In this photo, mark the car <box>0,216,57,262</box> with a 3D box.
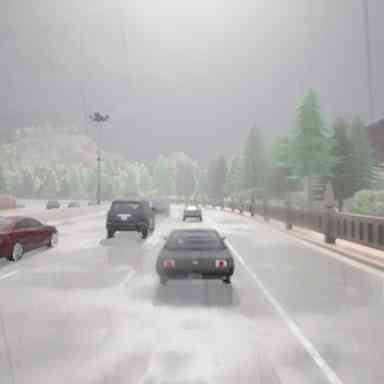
[{"bbox_3d":[-6.921,1.646,12.859,1.882,1.535,5.008,0,0,0],"label":"car"}]

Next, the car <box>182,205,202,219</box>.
[{"bbox_3d":[0.040,1.968,32.678,2.033,1.411,5.357,0,-1,-1],"label":"car"}]

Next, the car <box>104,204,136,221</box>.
[{"bbox_3d":[-6.960,1.971,32.759,2.033,1.411,5.357,0,-1,-1],"label":"car"}]

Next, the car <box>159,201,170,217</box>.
[{"bbox_3d":[-3.563,1.829,37.044,2.097,1.767,4.553,0,-1,-2],"label":"car"}]

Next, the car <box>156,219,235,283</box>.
[{"bbox_3d":[0.079,1.731,10.009,1.895,1.301,4.718,0,-1,0],"label":"car"}]

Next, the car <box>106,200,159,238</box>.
[{"bbox_3d":[-3.432,1.473,19.481,2.150,2.045,5.566,0,-1,0],"label":"car"}]
